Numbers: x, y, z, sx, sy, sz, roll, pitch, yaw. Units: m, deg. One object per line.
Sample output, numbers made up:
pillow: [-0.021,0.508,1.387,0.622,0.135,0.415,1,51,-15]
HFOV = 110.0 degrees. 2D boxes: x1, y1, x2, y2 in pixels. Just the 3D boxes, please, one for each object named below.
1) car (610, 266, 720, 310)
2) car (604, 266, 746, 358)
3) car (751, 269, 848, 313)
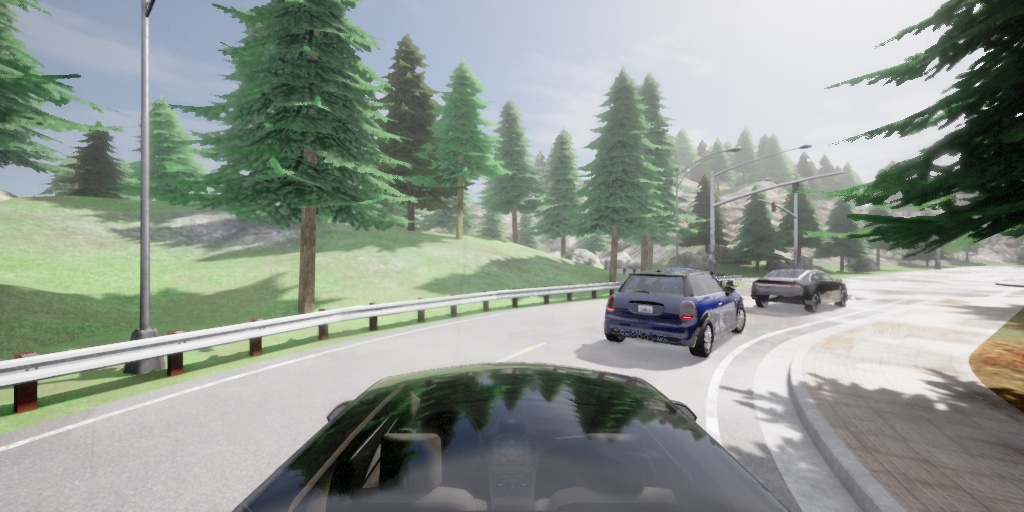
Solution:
car: [6.664,1.243,15.417,5.008,1.535,1.882,0,0,-33]
car: [4.176,1.109,8.893,2.097,1.767,4.553,0,0,43]
car: [11.363,1.256,14.096,4.902,1.511,2.128,0,0,-32]
